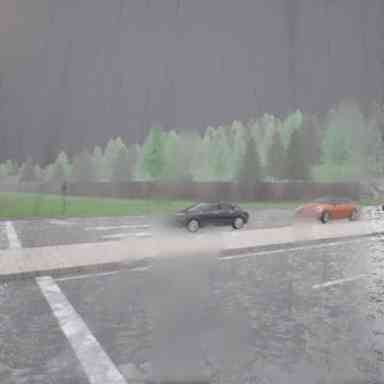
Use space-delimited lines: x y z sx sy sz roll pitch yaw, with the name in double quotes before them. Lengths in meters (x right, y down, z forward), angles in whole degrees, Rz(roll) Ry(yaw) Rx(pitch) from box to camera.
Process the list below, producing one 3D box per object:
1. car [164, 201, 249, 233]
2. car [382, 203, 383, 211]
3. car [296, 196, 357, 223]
"car" 0.875 1.273 17.939 4.892 1.490 1.837 0 1 -31
"car" 19.014 0.984 29.006 5.566 2.045 2.150 0 1 -31
"car" 9.370 1.116 23.127 4.553 1.767 2.097 0 1 -31
